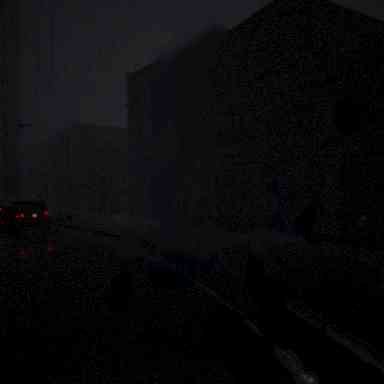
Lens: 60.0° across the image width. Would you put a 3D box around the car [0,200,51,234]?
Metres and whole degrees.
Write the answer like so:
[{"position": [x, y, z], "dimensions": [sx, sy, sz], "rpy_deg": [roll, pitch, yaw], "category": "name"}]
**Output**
[{"position": [-11.477, 1.632, 23.001], "dimensions": [2.150, 2.045, 5.566], "rpy_deg": [-2, 0, -37], "category": "car"}]
